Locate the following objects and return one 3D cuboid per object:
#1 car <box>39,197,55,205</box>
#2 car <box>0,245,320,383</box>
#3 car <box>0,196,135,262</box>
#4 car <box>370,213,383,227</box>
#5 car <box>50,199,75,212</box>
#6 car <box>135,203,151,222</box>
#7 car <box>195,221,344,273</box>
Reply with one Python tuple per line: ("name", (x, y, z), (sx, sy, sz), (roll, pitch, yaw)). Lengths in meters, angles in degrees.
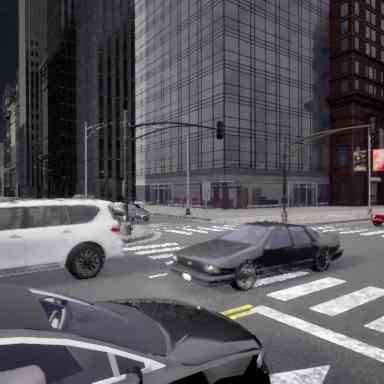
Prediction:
("car", (-27.626, 1.652, 63.473), (1.837, 1.490, 4.892), (0, 0, -35))
("car", (-1.493, 1.491, 2.373), (4.902, 1.511, 2.128), (0, 0, -36))
("car", (-4.529, 1.221, 8.434), (5.566, 2.045, 2.150), (0, 0, -36))
("car", (13.529, 1.605, 21.483), (4.718, 1.301, 1.895), (0, 0, -36))
("car", (-16.541, 1.660, 42.328), (1.994, 1.385, 4.181), (0, 0, -36))
("car", (-4.991, 1.555, 26.028), (1.837, 1.490, 4.892), (0, 0, -35))
("car", (2.039, 1.547, 9.179), (5.357, 1.411, 2.033), (0, 0, -36))
